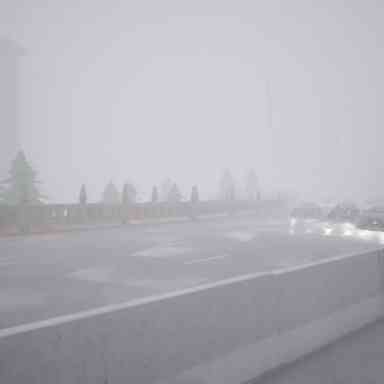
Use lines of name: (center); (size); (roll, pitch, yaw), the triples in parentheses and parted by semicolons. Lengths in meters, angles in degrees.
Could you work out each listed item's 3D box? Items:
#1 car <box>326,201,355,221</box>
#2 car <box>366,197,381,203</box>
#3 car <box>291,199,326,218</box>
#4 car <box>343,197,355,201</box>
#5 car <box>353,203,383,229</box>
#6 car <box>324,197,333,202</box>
car: (12.524, 1.651, 27.334); (1.895, 1.301, 4.718); (0, 0, 36)
car: (31.317, 1.580, 57.543); (1.882, 1.535, 5.008); (0, 0, 22)
car: (10.704, 1.599, 30.878); (1.812, 1.442, 4.674); (0, 0, 34)
car: (29.983, 1.621, 63.695); (1.882, 1.535, 5.008); (0, 0, 21)
car: (11.831, 1.590, 20.794); (1.994, 1.385, 4.181); (0, 0, 39)
car: (28.478, 1.668, 69.440); (1.895, 1.301, 4.718); (0, 0, 21)
